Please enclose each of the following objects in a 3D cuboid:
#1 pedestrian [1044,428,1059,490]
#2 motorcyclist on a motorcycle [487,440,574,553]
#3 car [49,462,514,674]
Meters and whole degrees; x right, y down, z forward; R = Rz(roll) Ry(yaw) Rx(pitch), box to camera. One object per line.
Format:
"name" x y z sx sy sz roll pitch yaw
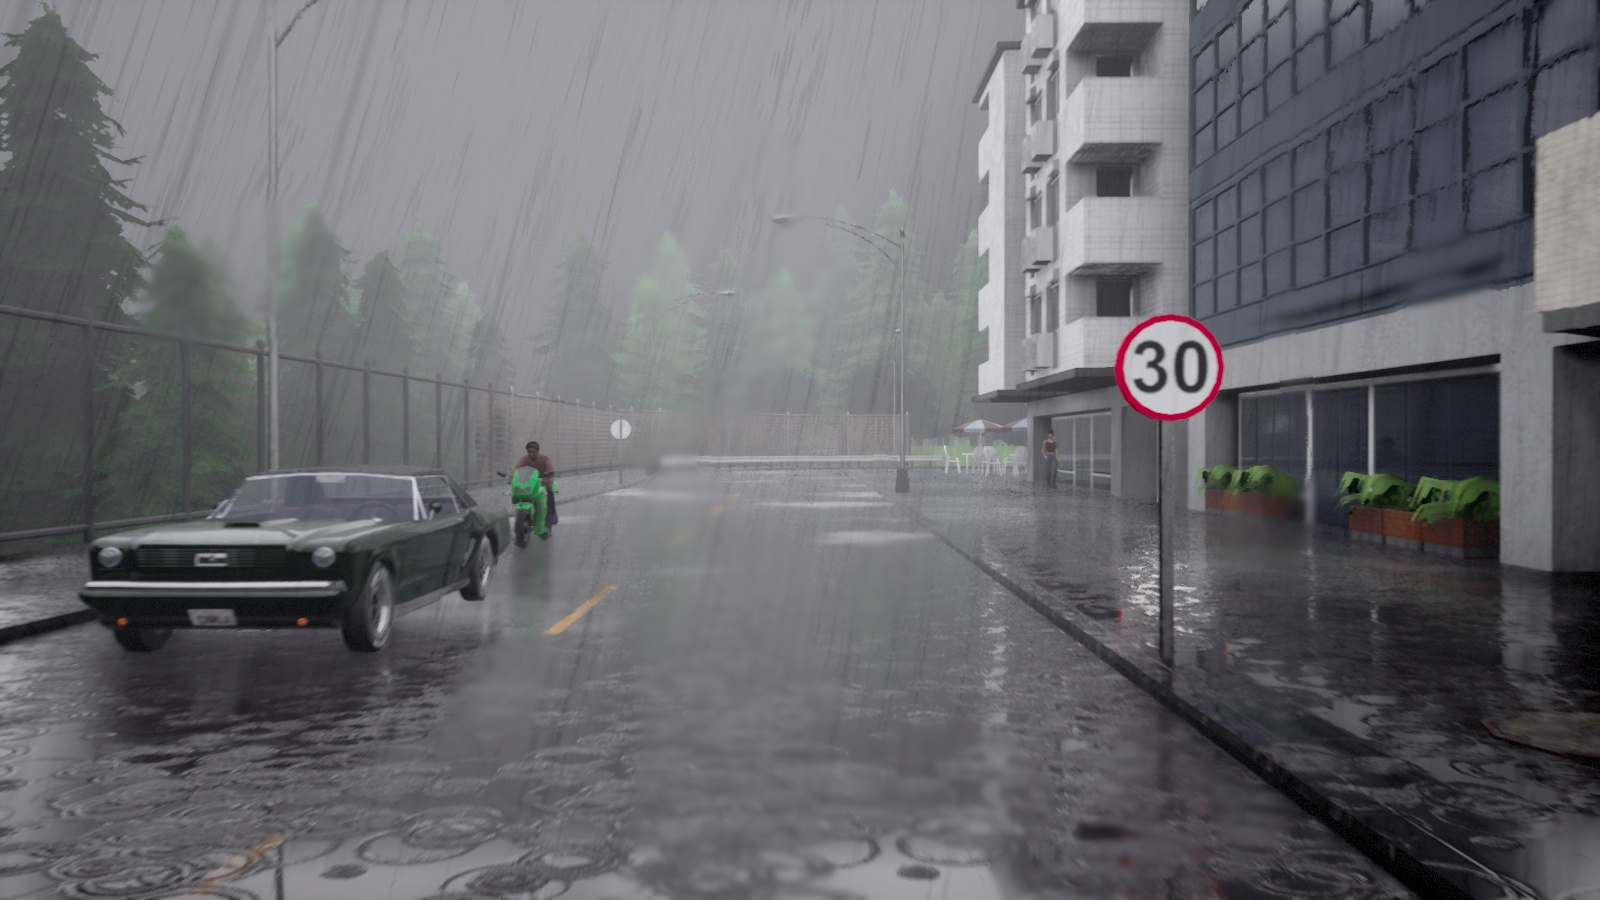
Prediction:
"pedestrian" 7.580 0.265 37.837 0.345 1.836 0.594 0 0 0
"motorcyclist on a motorcycle" -3.834 0.624 18.061 0.797 1.523 2.044 0 0 0
"car" -3.897 0.785 10.486 1.895 1.301 4.718 0 0 1
